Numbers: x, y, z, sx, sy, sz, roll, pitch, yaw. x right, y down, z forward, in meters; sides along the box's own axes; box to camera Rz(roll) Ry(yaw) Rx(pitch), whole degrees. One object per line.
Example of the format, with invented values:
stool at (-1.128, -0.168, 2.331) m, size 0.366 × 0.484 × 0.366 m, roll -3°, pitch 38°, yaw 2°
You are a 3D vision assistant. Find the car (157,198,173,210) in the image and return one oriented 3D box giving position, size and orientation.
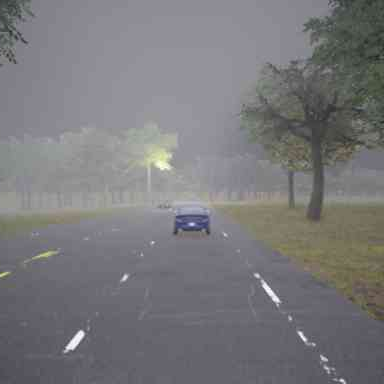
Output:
car at (-3.654, 1.610, 45.364) m, size 1.837 × 1.490 × 4.892 m, roll 0°, pitch 0°, yaw 2°

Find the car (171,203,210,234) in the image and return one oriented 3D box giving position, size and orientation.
car at (-0.003, 1.485, 19.236) m, size 1.882 × 1.535 × 5.008 m, roll 0°, pitch 0°, yaw 0°
